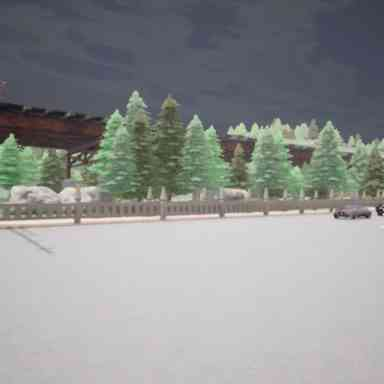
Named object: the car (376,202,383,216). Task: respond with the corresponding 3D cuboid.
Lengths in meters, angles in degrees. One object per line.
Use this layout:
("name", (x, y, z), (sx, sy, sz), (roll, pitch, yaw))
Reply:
("car", (23.160, 1.673, 37.719), (5.566, 2.045, 2.150), (1, 0, -35))

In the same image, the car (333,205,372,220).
("car", (15.612, 1.912, 32.331), (4.181, 1.385, 1.994), (1, 0, -36))
